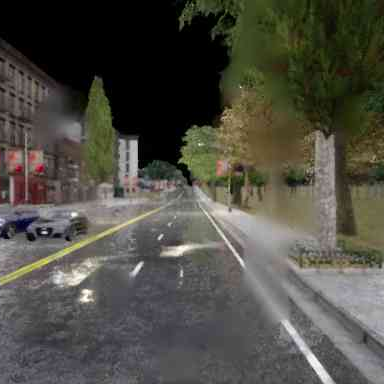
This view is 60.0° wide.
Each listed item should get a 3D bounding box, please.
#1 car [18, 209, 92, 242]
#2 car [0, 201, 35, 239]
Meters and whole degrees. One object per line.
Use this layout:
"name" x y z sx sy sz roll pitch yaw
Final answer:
"car" -6.563 1.631 16.788 1.994 1.385 4.181 0 0 0
"car" -9.807 1.421 17.580 2.097 1.767 4.553 0 0 0
